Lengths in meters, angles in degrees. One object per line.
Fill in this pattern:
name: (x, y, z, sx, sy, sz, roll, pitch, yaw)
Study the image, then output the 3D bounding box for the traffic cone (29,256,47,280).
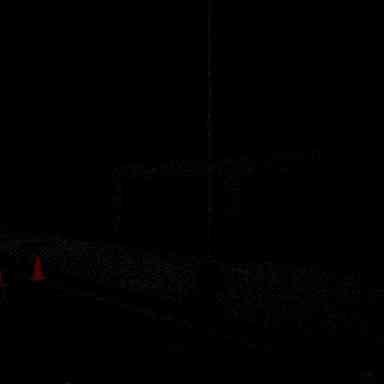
traffic cone: (-4.119, 2.022, 8.910, 0.340, 0.580, 0.340, 0, -1, 37)

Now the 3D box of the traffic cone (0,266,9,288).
traffic cone: (-4.717, 2.010, 8.108, 0.340, 0.580, 0.340, 0, -1, 37)
